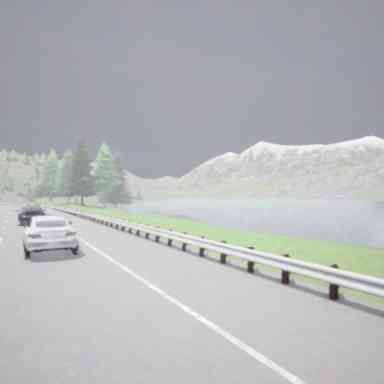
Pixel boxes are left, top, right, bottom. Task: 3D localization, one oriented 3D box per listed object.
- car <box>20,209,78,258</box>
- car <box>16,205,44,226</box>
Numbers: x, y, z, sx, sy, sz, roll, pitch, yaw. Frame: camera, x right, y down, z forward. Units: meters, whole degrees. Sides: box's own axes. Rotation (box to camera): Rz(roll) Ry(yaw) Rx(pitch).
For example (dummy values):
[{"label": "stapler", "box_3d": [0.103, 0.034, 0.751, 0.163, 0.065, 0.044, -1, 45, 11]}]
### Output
[{"label": "car", "box_3d": [-5.843, 1.664, 13.521, 1.812, 1.442, 4.674, 0, 0, -28]}, {"label": "car", "box_3d": [-12.745, 1.792, 26.395, 1.837, 1.490, 4.892, 0, 0, -28]}]
